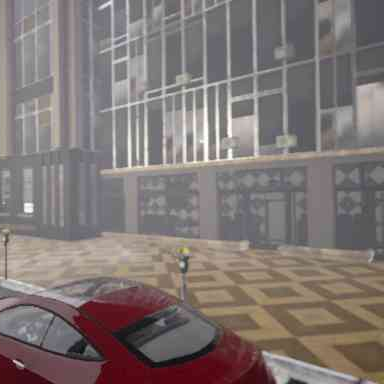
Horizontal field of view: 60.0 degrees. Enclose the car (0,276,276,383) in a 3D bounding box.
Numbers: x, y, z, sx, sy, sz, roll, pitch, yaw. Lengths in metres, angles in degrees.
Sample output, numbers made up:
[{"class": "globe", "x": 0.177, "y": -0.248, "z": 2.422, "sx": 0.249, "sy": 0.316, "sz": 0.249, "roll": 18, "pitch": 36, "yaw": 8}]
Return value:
[{"class": "car", "x": -1.209, "y": 1.613, "z": 3.588, "sx": 4.206, "sy": 1.307, "sz": 1.802, "roll": -1, "pitch": -1, "yaw": 35}]
